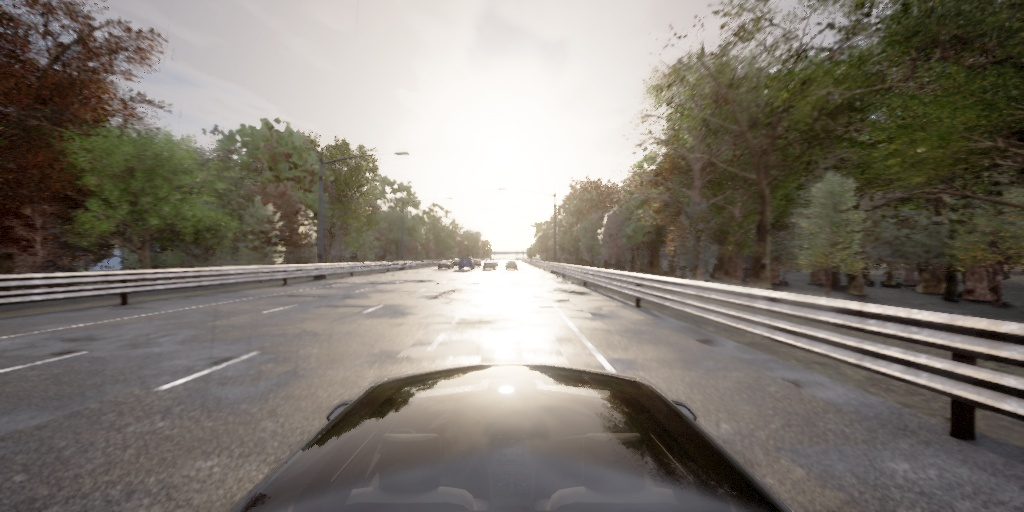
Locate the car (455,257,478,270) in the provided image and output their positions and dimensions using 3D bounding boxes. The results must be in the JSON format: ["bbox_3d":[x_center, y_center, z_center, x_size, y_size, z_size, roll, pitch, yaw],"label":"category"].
[{"bbox_3d":[-7.078,1.106,56.628,2.150,2.045,5.566,0,0,0],"label":"car"}]

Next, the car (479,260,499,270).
[{"bbox_3d":[-3.579,1.390,56.603,2.128,1.511,4.902,0,0,0],"label":"car"}]

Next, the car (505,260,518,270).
[{"bbox_3d":[-0.080,1.477,57.032,1.994,1.385,4.181,0,0,0],"label":"car"}]

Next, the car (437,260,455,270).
[{"bbox_3d":[-10.580,1.397,57.008,1.812,1.442,4.674,0,0,0],"label":"car"}]
